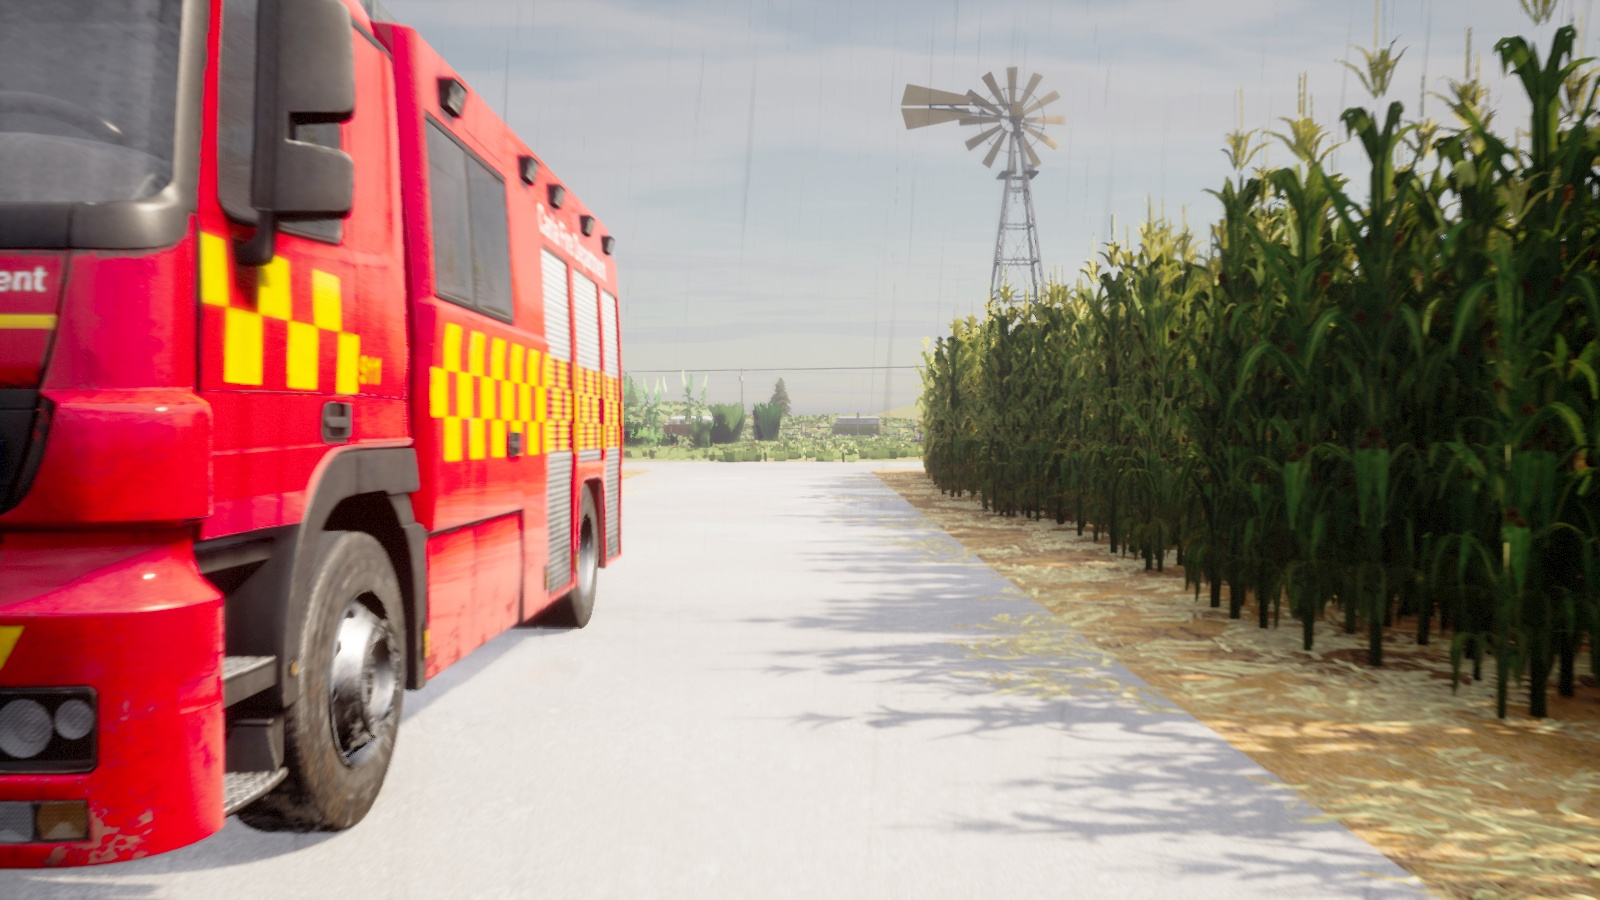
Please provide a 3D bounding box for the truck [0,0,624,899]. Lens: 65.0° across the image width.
[{"bbox_3d":[-3.044,-0.488,6.991,2.891,3.827,8.468,0,1,0],"label":"truck"}]
